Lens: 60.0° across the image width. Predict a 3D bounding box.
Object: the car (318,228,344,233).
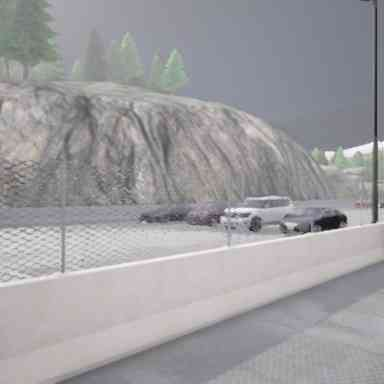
[{"bbox_3d":[6.887,1.581,18.493,4.902,1.511,2.128,0,0,-41],"label":"car"}]
